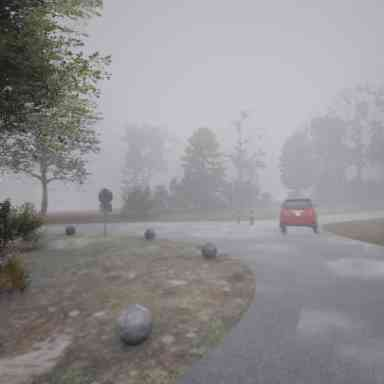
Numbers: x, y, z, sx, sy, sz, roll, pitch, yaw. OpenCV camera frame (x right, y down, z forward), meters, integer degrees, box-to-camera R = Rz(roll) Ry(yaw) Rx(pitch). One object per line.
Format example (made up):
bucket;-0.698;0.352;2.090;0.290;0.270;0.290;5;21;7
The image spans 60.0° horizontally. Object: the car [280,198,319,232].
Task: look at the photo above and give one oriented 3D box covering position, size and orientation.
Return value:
car;7.005;1.407;21.682;2.150;2.045;5.566;-2;-1;19
